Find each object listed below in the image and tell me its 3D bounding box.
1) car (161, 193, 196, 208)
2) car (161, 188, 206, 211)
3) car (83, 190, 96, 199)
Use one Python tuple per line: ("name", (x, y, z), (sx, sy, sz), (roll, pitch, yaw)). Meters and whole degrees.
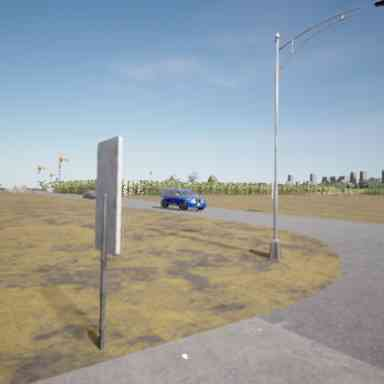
("car", (-1.666, 0.975, 39.465), (1.812, 1.442, 4.674), (2, 0, -35))
("car", (-0.952, 0.718, 32.197), (2.150, 2.045, 5.566), (2, 0, -35))
("car", (-16.104, 0.462, 53.956), (2.033, 1.411, 5.357), (2, 0, -34))
